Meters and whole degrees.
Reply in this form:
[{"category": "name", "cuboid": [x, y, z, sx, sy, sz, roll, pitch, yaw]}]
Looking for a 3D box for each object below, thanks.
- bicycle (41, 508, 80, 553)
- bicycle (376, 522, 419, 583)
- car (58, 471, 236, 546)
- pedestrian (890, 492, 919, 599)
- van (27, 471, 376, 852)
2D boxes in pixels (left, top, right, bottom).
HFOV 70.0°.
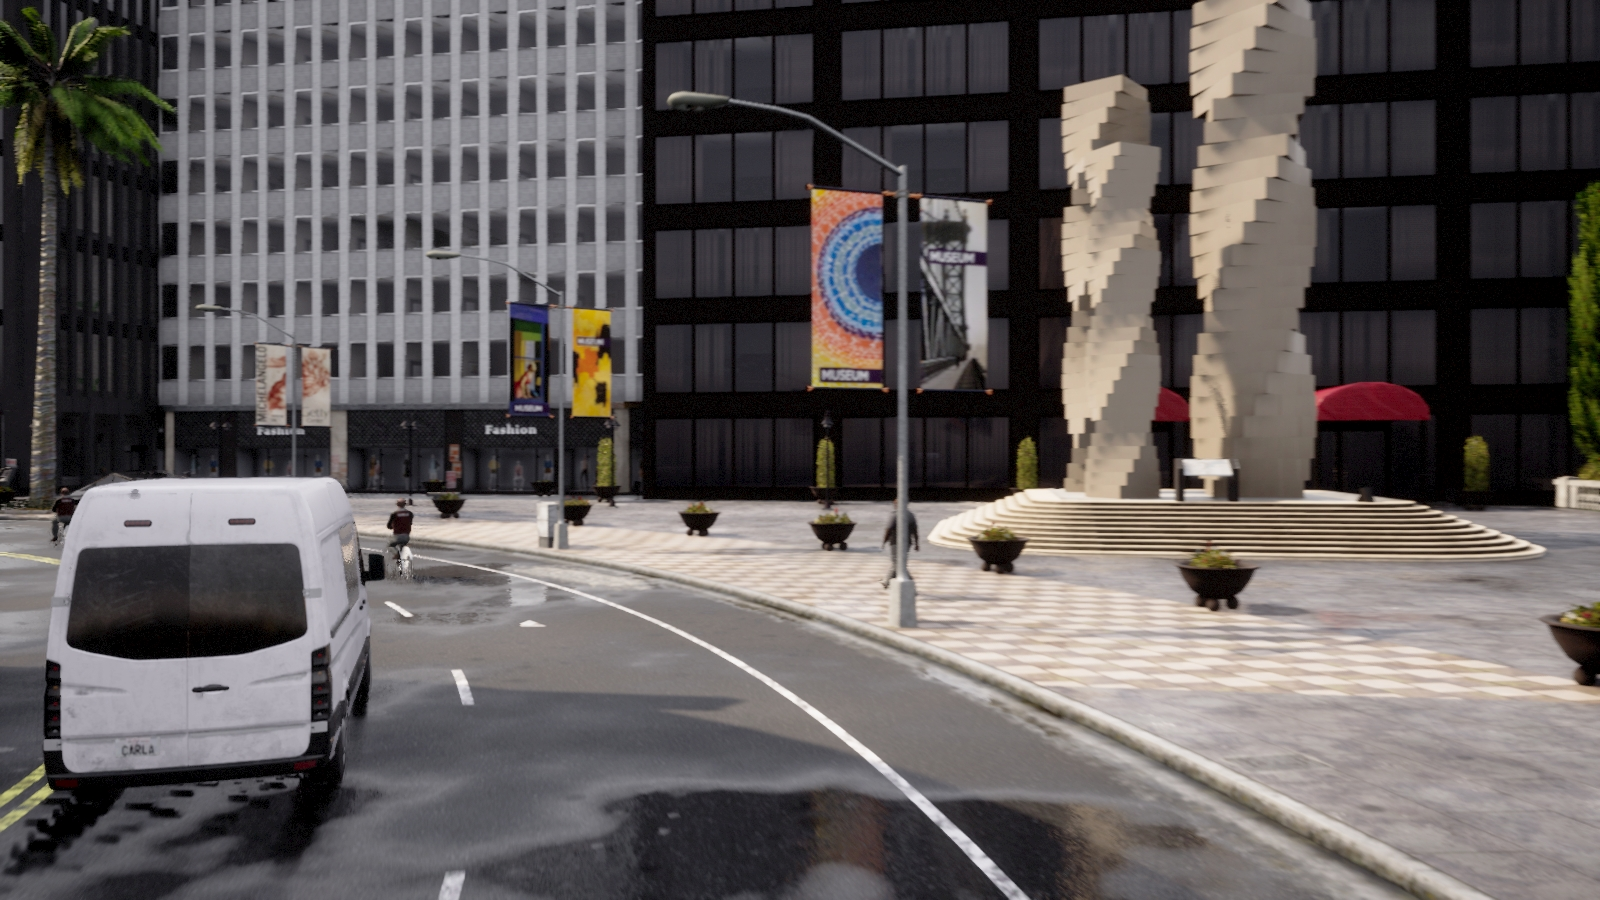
[{"category": "bicycle", "cuboid": [-20.607, 2.228, 31.822, 1.835, 1.171, 0.329, 0, 0, 38]}, {"category": "bicycle", "cuboid": [-8.782, 2.218, 24.913, 0.329, 1.171, 1.835, -1, 1, -37]}, {"category": "car", "cuboid": [-20.750, 1.771, 36.200, 6.274, 2.098, 2.390, 0, 0, 34]}, {"category": "pedestrian", "cuboid": [1.869, 1.696, 20.432, 0.375, 1.860, 0.375, 0, 0, -33]}, {"category": "van", "cuboid": [-5.354, 1.539, 11.127, 1.988, 2.561, 5.915, 0, 0, -17]}]
